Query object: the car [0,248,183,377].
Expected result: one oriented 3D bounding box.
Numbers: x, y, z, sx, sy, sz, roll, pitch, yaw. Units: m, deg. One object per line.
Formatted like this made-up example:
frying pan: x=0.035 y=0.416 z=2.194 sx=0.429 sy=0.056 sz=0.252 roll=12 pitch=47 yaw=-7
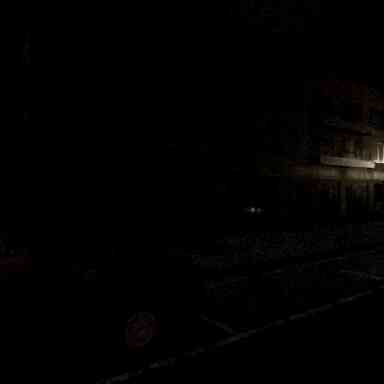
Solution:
car: x=-2.250 y=1.545 z=4.603 sx=4.507 sy=1.381 sz=1.887 roll=0 pitch=0 yaw=-36
